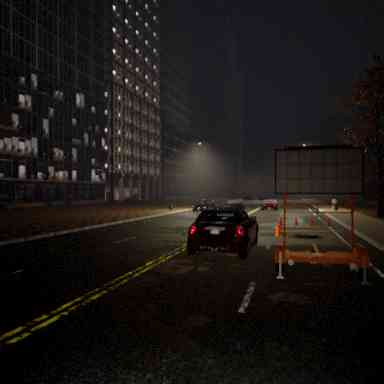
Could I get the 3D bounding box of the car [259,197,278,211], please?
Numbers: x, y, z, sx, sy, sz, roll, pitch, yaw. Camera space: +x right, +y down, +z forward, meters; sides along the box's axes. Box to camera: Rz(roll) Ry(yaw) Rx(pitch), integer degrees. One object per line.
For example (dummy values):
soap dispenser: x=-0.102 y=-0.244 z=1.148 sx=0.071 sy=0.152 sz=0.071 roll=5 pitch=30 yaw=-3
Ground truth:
car: x=9.869 y=1.599 z=41.868 sx=1.895 sy=1.301 sz=4.718 roll=0 pitch=0 yaw=16

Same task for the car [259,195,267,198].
car: x=16.119 y=1.432 z=74.854 sx=1.895 sy=1.301 sz=4.718 roll=0 pitch=0 yaw=16

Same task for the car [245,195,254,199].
car: x=12.893 y=1.413 z=75.406 sx=2.033 sy=1.411 sz=5.357 roll=0 pitch=0 yaw=16

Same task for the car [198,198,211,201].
car: x=1.388 y=1.503 z=36.801 sx=1.837 sy=1.490 sz=4.892 roll=0 pitch=0 yaw=17

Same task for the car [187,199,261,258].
car: x=1.374 y=1.350 z=13.109 sx=2.097 sy=1.767 sz=4.553 roll=0 pitch=0 yaw=16

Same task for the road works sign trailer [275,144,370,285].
road works sign trailer: x=3.654 y=0.462 z=9.707 sx=2.380 sy=3.560 sz=2.880 roll=0 pitch=0 yaw=16

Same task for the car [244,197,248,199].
car: x=4.564 y=1.561 z=36.081 sx=1.994 sy=1.385 sz=4.181 roll=0 pitch=0 yaw=16
